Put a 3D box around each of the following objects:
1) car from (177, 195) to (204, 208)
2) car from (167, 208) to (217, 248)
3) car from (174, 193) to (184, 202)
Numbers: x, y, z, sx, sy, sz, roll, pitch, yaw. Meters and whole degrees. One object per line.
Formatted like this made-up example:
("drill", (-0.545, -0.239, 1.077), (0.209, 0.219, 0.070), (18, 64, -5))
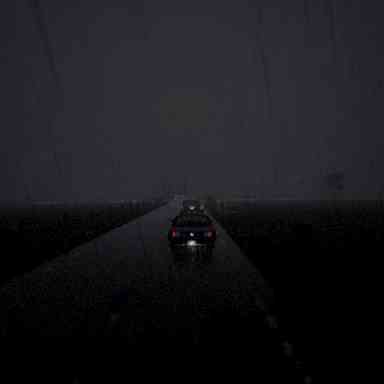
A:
("car", (0.000, 1.365, 29.626), (2.097, 1.767, 4.553), (0, 0, 0))
("car", (0.000, 1.613, 14.683), (1.895, 1.301, 4.718), (0, 0, 0))
("car", (-2.750, 1.146, 72.270), (2.150, 2.045, 5.566), (0, 0, 0))
